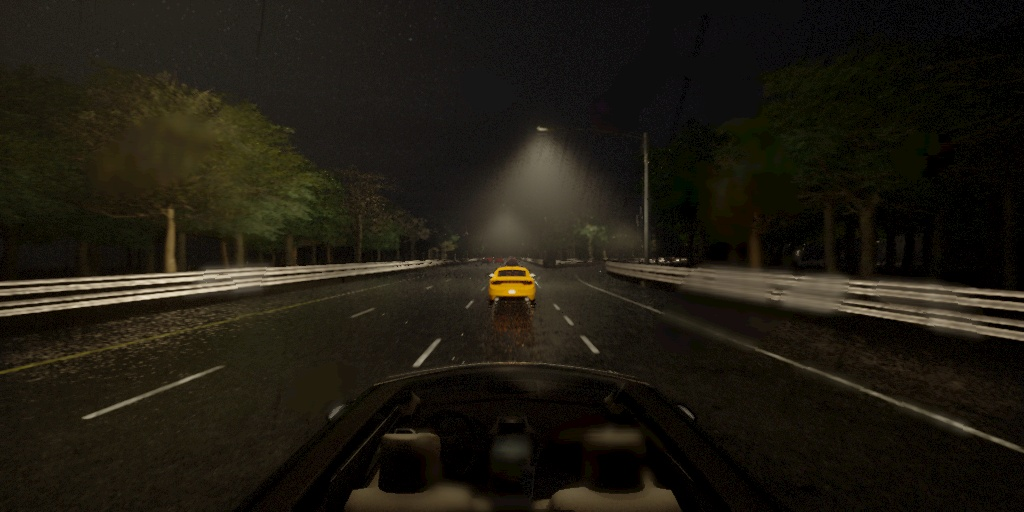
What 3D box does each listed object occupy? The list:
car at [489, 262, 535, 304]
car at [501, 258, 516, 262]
[{"bbox_3d":[-0.001,1.230,16.321,1.882,1.535,5.008,0,0,0],"label":"car"},{"bbox_3d":[0.000,1.321,44.280,1.994,1.385,4.181,0,0,0],"label":"car"}]
